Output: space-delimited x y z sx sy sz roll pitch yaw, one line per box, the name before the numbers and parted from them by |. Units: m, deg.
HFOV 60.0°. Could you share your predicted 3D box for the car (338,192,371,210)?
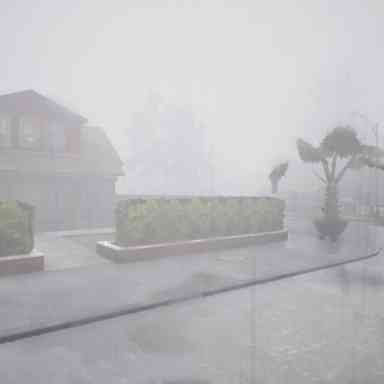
car | 17.391 0.985 36.217 3.866 1.878 1.905 0 0 0
